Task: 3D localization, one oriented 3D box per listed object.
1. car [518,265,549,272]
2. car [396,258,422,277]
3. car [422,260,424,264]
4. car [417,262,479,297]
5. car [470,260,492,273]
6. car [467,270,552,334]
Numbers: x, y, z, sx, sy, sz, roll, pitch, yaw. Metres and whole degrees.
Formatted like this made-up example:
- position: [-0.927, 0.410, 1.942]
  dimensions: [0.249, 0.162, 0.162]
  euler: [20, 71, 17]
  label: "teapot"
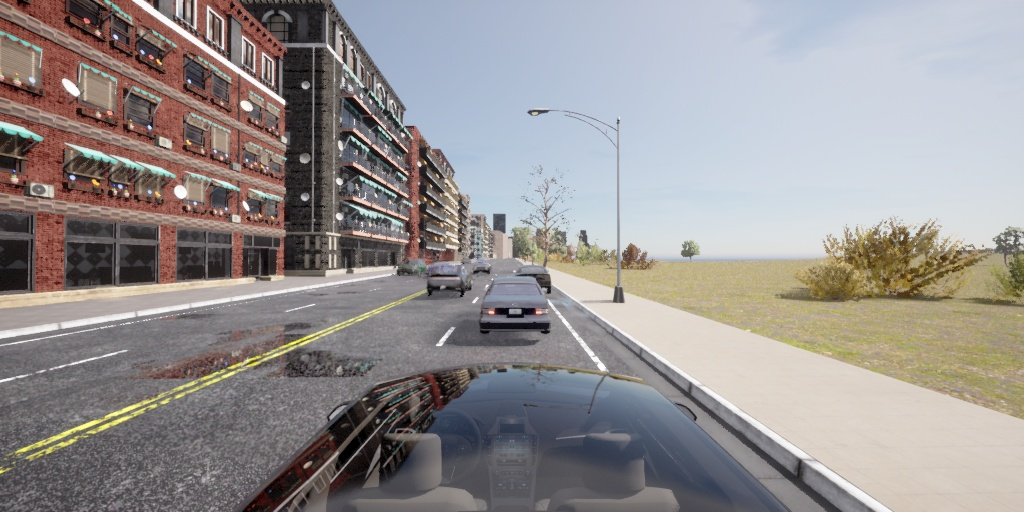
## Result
- position: [1.109, 1.230, 20.381]
  dimensions: [1.882, 1.535, 5.008]
  euler: [0, 0, 0]
  label: "car"
- position: [-9.902, 1.104, 35.729]
  dimensions: [2.097, 1.767, 4.553]
  euler: [0, 0, 0]
  label: "car"
- position: [-6.647, 1.278, 33.131]
  dimensions: [1.812, 1.442, 4.674]
  euler: [0, 0, 0]
  label: "car"
- position: [-3.176, 1.244, 18.953]
  dimensions: [2.128, 1.511, 4.902]
  euler: [0, 0, 0]
  label: "car"
- position: [-3.205, 1.352, 39.333]
  dimensions: [1.895, 1.301, 4.718]
  euler: [0, 0, 0]
  label: "car"
- position: [0.090, 1.299, 10.617]
  dimensions: [2.033, 1.411, 5.357]
  euler: [0, 0, 0]
  label: "car"
